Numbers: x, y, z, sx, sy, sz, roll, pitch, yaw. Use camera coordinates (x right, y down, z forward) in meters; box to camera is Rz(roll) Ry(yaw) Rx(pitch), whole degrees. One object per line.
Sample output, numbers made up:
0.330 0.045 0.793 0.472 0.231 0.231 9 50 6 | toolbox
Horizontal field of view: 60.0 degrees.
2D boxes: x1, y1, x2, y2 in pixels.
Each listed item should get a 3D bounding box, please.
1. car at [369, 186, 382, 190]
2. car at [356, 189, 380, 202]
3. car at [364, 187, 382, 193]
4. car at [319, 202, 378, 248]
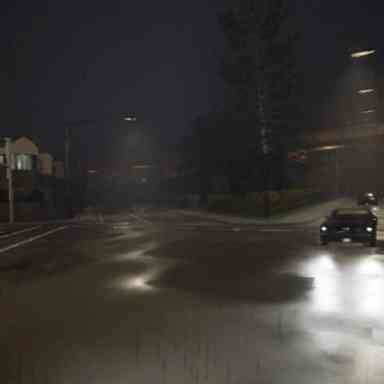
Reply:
41.539 -0.369 76.428 4.974 1.542 2.038 -3 0 -36 | car
18.398 0.726 34.852 2.033 1.411 5.357 -3 0 29 | car
41.573 -0.528 76.460 4.536 1.218 1.853 -3 0 -36 | car
6.417 1.319 13.475 1.895 1.301 4.718 -3 0 29 | car
